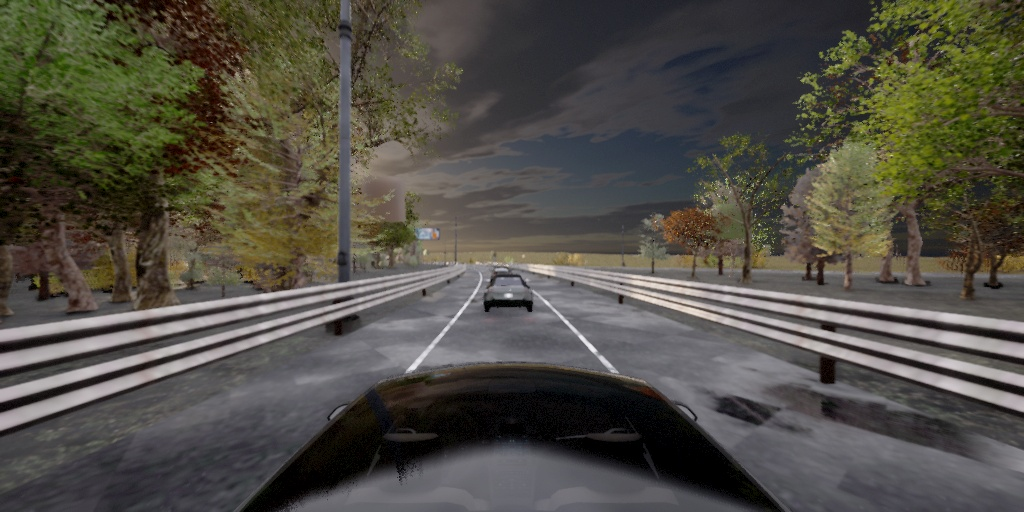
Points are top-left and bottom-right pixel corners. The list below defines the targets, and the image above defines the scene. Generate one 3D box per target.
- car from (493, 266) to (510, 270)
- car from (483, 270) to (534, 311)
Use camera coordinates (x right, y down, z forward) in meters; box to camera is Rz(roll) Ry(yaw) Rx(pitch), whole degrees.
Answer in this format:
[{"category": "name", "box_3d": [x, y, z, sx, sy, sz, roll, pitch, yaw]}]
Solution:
[{"category": "car", "box_3d": [-0.904, 1.582, 30.858, 1.812, 1.442, 4.674, 0, 0, -3]}, {"category": "car", "box_3d": [-0.175, 1.457, 15.330, 1.994, 1.385, 4.181, 0, -1, -1]}]
